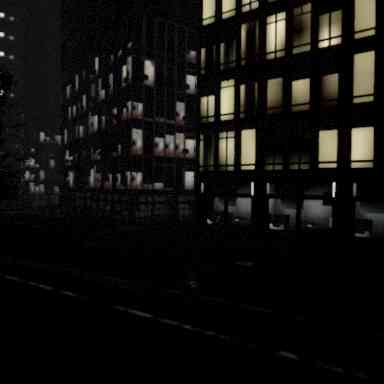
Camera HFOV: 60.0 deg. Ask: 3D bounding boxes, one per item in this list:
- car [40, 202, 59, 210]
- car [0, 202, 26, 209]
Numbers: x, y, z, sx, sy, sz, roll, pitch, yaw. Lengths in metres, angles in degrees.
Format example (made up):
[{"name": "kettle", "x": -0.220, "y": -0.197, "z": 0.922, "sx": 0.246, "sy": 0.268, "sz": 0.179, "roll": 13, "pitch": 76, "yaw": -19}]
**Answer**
[{"name": "car", "x": -24.017, "y": 2.491, "z": 58.032, "sx": 4.507, "sy": 1.381, "sz": 1.887, "roll": 0, "pitch": 1, "yaw": -34}, {"name": "car", "x": -33.146, "y": 2.343, "z": 61.333, "sx": 4.403, "sy": 1.369, "sz": 2.008, "roll": 0, "pitch": 1, "yaw": -34}]
